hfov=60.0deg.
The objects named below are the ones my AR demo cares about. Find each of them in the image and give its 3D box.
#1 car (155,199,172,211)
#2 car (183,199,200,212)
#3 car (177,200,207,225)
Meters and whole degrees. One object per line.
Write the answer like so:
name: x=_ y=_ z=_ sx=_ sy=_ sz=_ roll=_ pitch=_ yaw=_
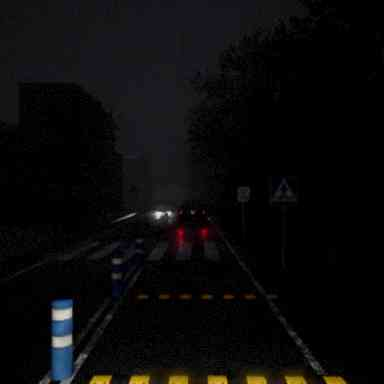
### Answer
car: x=-3.529 y=1.623 z=42.050 sx=2.128 sy=1.511 sz=4.902 roll=0 pitch=0 yaw=0
car: x=-0.086 y=1.679 z=42.402 sx=2.033 sy=1.411 sz=5.357 roll=0 pitch=0 yaw=0
car: x=0.021 y=1.447 z=24.826 sx=2.097 sy=1.767 sz=4.553 roll=0 pitch=0 yaw=0
